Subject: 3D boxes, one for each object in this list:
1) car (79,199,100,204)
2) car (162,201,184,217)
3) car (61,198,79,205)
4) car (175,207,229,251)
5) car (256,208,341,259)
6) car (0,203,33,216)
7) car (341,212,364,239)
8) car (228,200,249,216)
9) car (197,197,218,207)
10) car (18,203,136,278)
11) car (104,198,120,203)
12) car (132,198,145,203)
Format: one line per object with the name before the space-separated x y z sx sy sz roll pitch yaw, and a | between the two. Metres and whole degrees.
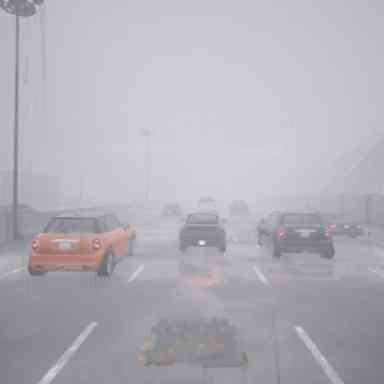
car | -18.082 1.869 59.758 1.994 1.385 4.181 0 0 3
car | -1.949 1.762 34.793 1.837 1.490 4.892 0 0 4
car | -21.601 1.767 59.413 2.128 1.511 4.902 1 0 3
car | 0.477 1.627 14.742 1.837 1.490 4.892 0 0 2
car | 3.934 1.493 13.459 2.097 1.767 4.553 1 -1 2
car | -13.287 1.580 24.361 1.837 1.490 4.892 0 -1 3
car | 7.624 1.762 18.656 2.033 1.411 5.357 0 0 3
car | 5.292 1.697 38.097 2.097 1.767 4.553 0 -1 4
car | 1.672 1.525 36.643 2.150 2.045 5.566 0 0 4
car | -3.161 1.407 10.554 2.097 1.767 4.553 1 0 2
car | -14.544 1.868 60.307 1.882 1.535 5.008 1 0 3
car | -10.758 1.876 66.881 1.994 1.385 4.181 0 0 2
